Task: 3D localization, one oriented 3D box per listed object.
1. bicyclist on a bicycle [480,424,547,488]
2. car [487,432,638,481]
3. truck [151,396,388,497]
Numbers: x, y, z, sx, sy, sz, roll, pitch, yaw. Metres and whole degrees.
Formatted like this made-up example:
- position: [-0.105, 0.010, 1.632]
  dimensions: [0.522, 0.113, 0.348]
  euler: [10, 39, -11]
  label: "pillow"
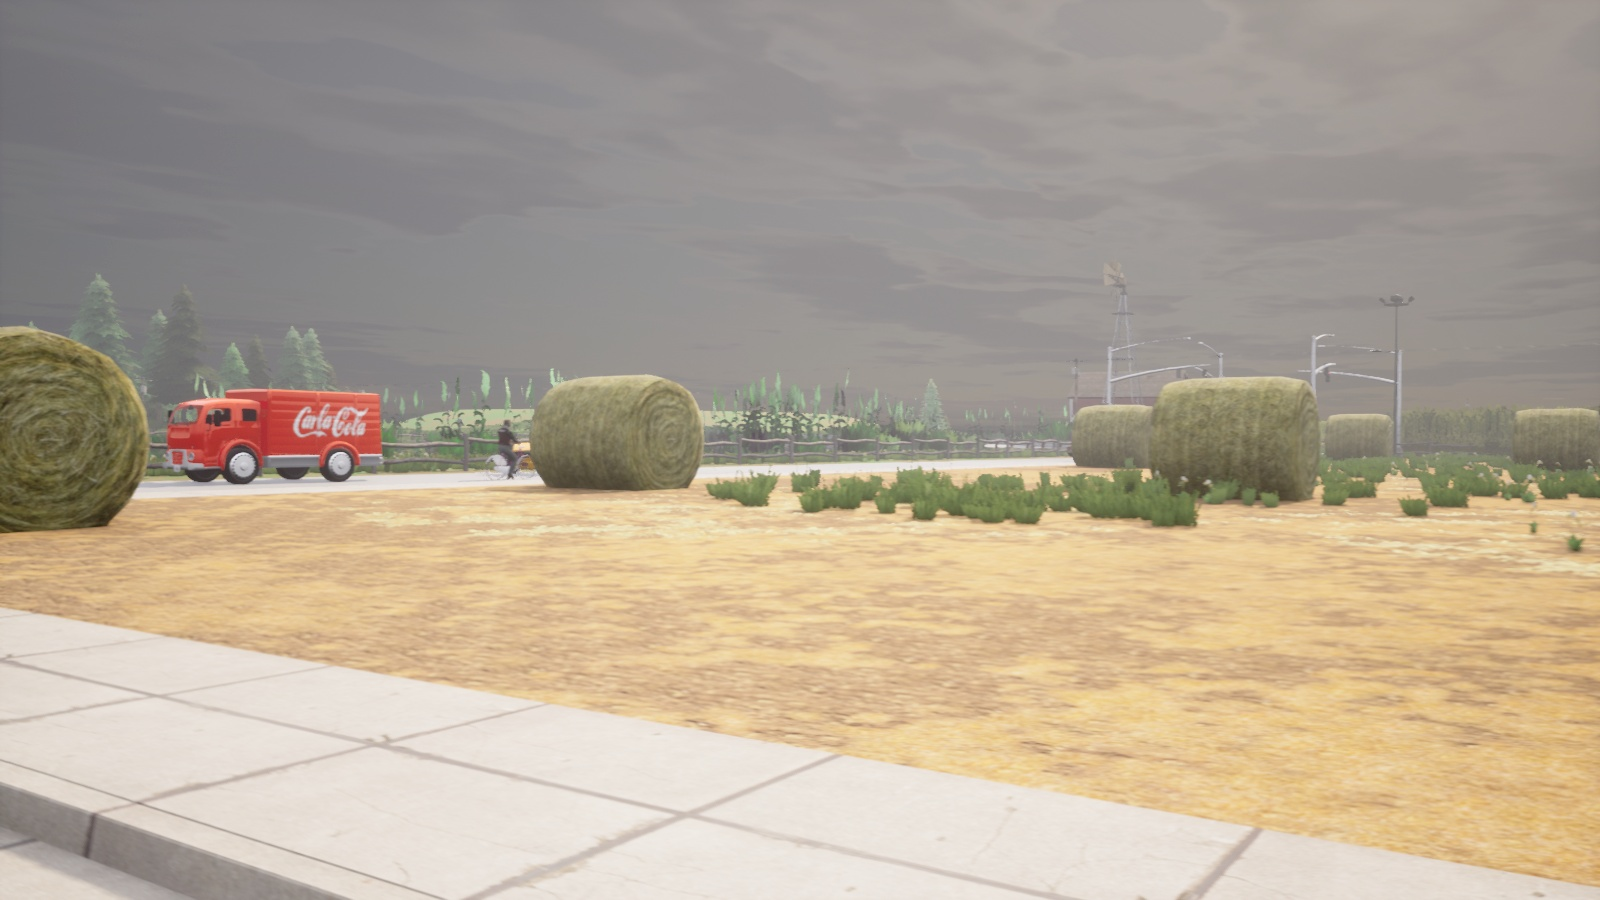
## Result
- position: [-8.130, 0.154, 35.731]
  dimensions: [0.659, 1.776, 1.843]
  euler: [0, 1, 36]
  label: "bicyclist on a bicycle"
- position: [-7.864, 0.173, 41.993]
  dimensions: [1.882, 1.535, 5.008]
  euler: [0, 1, 36]
  label: "car"
- position: [-14.062, -0.120, 33.580]
  dimensions: [2.627, 2.467, 5.204]
  euler: [0, 1, 36]
  label: "truck"
